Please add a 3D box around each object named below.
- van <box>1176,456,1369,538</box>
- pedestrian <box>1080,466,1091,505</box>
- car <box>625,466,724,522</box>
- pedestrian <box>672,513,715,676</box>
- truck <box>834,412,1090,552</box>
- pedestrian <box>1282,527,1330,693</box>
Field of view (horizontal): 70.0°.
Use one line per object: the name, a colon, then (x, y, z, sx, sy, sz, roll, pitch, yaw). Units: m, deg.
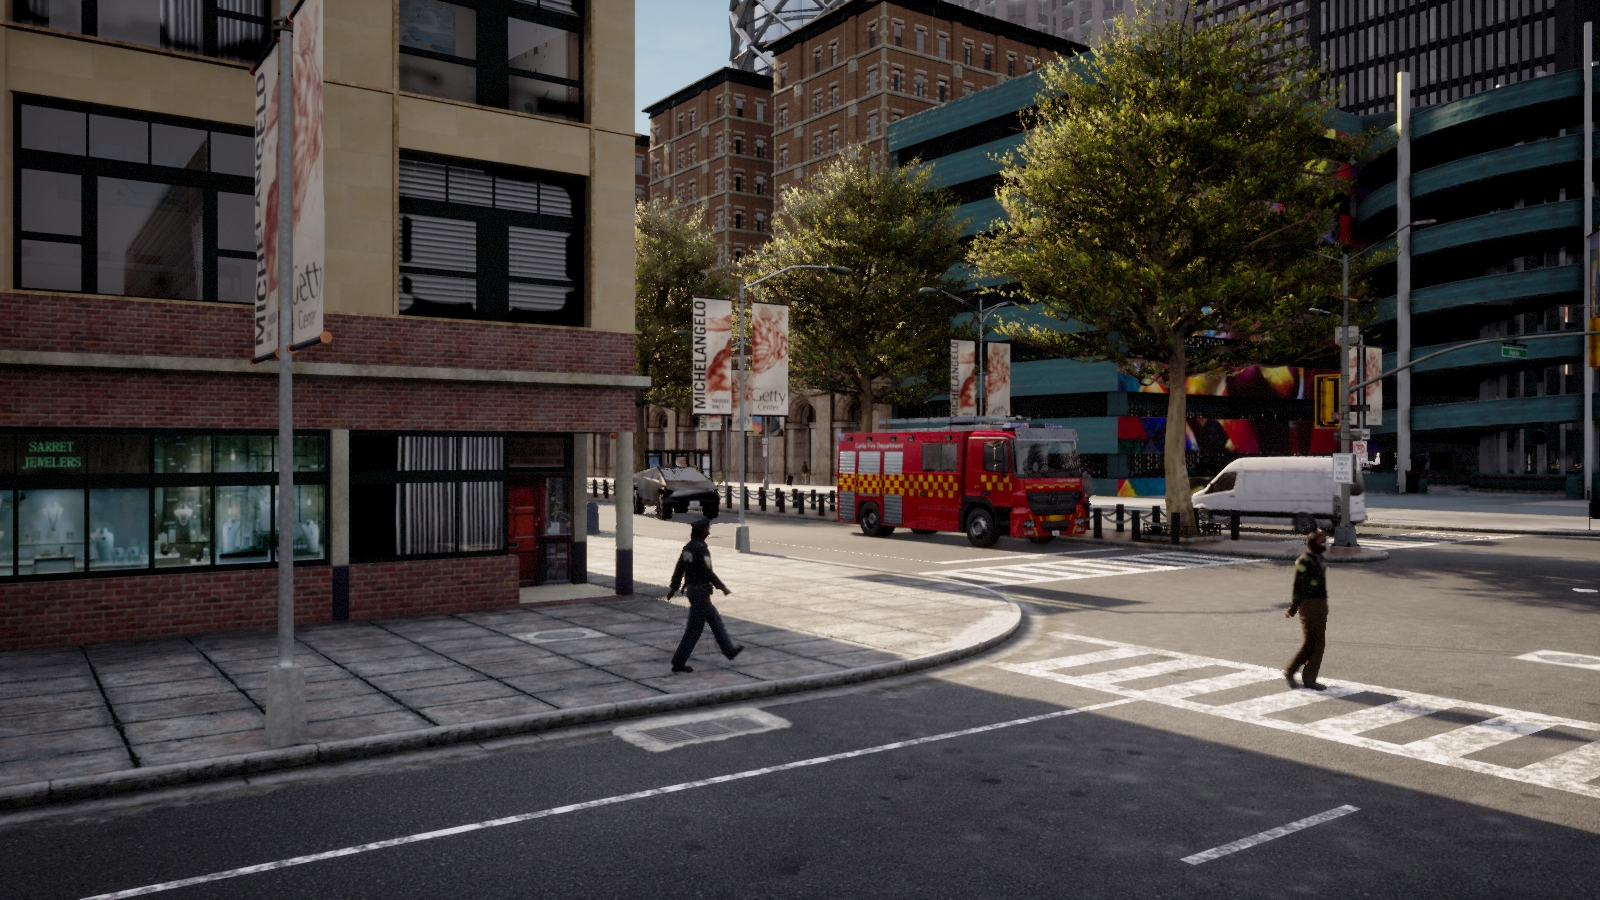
van: (16.170, 1.520, 39.438, 1.988, 2.561, 5.915, 0, 0, -39)
pedestrian: (13.606, 1.682, 54.442, 0.375, 1.860, 0.375, 0, 0, 37)
car: (-5.317, 1.744, 47.494, 2.390, 2.098, 6.274, 0, 0, -23)
pedestrian: (-1.261, 1.693, 13.499, 0.375, 1.860, 0.375, 0, 0, -31)
truck: (4.745, 0.881, 35.550, 2.891, 3.827, 8.468, 0, 0, -35)
pedestrian: (5.899, 1.844, 13.314, 0.375, 1.860, 0.375, 0, 0, -36)
